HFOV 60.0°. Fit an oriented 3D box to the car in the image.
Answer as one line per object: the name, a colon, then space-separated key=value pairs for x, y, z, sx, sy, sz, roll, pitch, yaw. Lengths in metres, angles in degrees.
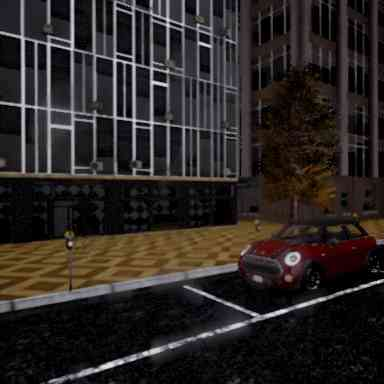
car: x=3.140 y=1.475 z=8.795 sx=4.097 sy=1.590 sz=1.967 roll=0 pitch=-1 yaw=-35
